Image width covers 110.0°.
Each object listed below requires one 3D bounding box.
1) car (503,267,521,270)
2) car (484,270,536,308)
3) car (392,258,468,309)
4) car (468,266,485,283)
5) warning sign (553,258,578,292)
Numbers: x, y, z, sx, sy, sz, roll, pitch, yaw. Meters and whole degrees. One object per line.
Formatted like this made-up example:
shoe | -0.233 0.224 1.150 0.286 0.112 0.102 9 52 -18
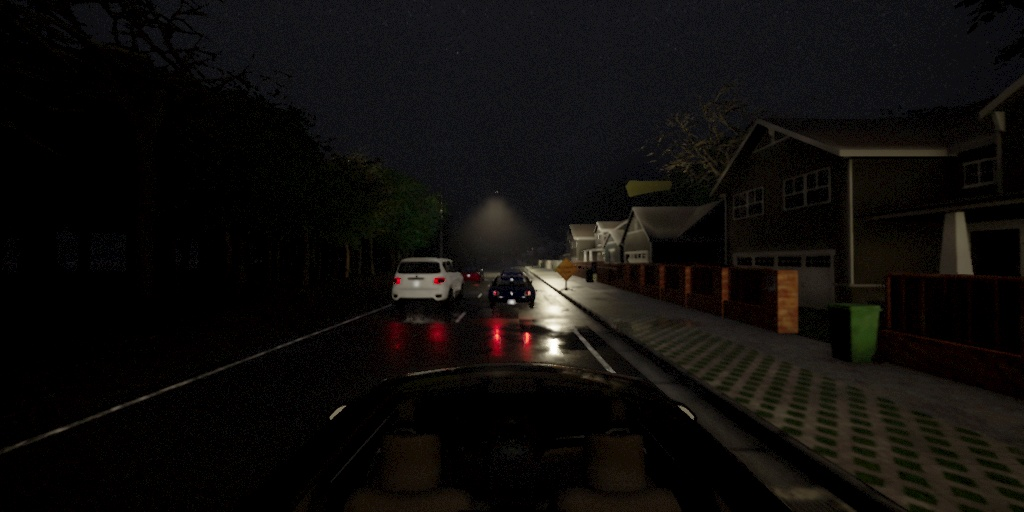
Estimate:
car | -0.009 1.621 30.958 1.895 1.301 4.718 0 0 0
car | -0.004 1.483 15.956 1.895 1.301 4.718 0 0 0
car | -3.505 1.097 15.859 2.150 2.045 5.566 0 0 0
car | -3.509 1.586 31.120 1.994 1.385 4.181 0 0 0
warning sign | 3.043 1.035 20.059 1.300 1.860 1.060 0 0 0
